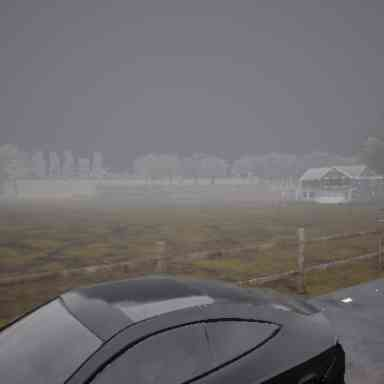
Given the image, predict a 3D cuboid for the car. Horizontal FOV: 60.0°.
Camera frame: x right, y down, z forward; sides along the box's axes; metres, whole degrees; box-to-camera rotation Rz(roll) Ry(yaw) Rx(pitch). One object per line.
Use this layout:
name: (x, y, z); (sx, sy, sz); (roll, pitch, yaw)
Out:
car: (-0.624, 1.530, 2.643); (4.674, 1.442, 1.812); (0, 0, -35)
